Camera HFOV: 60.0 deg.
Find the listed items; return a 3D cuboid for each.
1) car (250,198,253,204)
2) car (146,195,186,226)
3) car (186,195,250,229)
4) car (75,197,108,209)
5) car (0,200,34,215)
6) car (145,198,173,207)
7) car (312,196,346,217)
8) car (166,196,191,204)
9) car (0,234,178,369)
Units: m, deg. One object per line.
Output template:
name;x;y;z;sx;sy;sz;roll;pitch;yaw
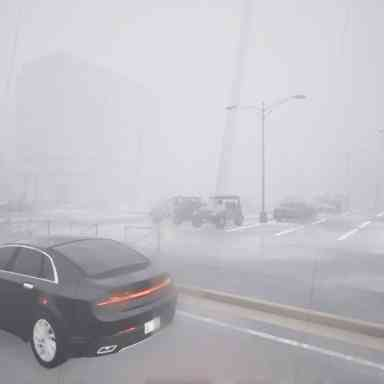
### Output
car;9.798;1.500;62.508;1.837;1.490;4.892;0;-1;34
car;-0.699;1.153;21.926;1.932;1.855;4.605;0;0;34
car;1.666;1.156;20.256;1.905;1.878;3.866;0;0;34
car;-13.934;1.504;46.401;1.837;1.490;4.892;0;0;34
car;-18.360;1.526;33.523;1.812;1.442;4.674;0;0;34
car;-5.174;1.601;53.113;1.895;1.301;4.718;0;0;34
car;13.710;1.395;33.194;1.970;1.475;3.806;0;0;34
car;-2.515;1.560;63.192;2.033;1.411;5.357;0;0;34
car;-2.492;1.505;5.776;4.892;1.490;1.837;0;0;36
